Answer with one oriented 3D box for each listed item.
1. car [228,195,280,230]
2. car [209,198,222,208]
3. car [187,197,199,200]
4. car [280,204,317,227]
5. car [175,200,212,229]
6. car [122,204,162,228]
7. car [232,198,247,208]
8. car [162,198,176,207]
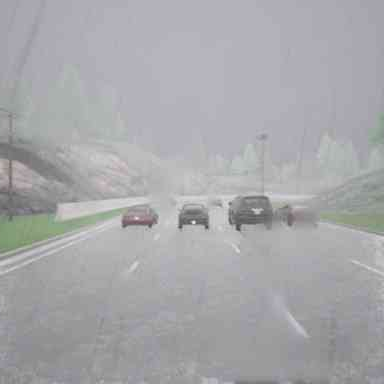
[{"bbox_3d":[3.598,1.222,21.008,2.150,2.045,5.566,0,0,0],"label":"car"},{"bbox_3d":[3.523,1.549,49.074,2.033,1.411,5.357,0,0,3],"label":"car"},{"bbox_3d":[0.106,1.527,50.854,1.812,1.442,4.674,0,0,4],"label":"car"},{"bbox_3d":[7.085,1.526,22.893,1.812,1.442,4.674,0,0,0],"label":"car"},{"bbox_3d":[0.097,1.505,21.857,1.837,1.490,4.892,0,0,0],"label":"car"},{"bbox_3d":[-3.402,1.565,22.410,1.994,1.385,4.181,0,0,0],"label":"car"},{"bbox_3d":[7.102,1.566,50.276,1.994,1.385,4.181,0,0,4],"label":"car"},{"bbox_3d":[-3.452,1.549,50.086,2.033,1.411,5.357,0,0,3],"label":"car"}]
